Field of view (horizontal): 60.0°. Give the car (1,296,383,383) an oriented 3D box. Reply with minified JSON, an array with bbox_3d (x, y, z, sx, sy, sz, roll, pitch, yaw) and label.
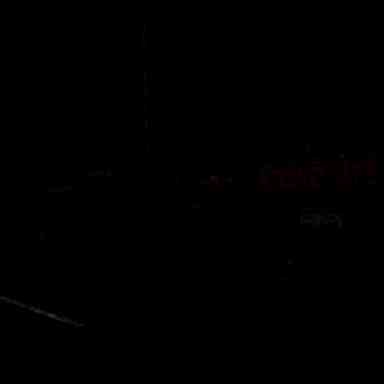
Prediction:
[{"bbox_3d":[0.217,1.578,2.684,4.313,1.339,1.947,-1,-2,35],"label":"car"}]
